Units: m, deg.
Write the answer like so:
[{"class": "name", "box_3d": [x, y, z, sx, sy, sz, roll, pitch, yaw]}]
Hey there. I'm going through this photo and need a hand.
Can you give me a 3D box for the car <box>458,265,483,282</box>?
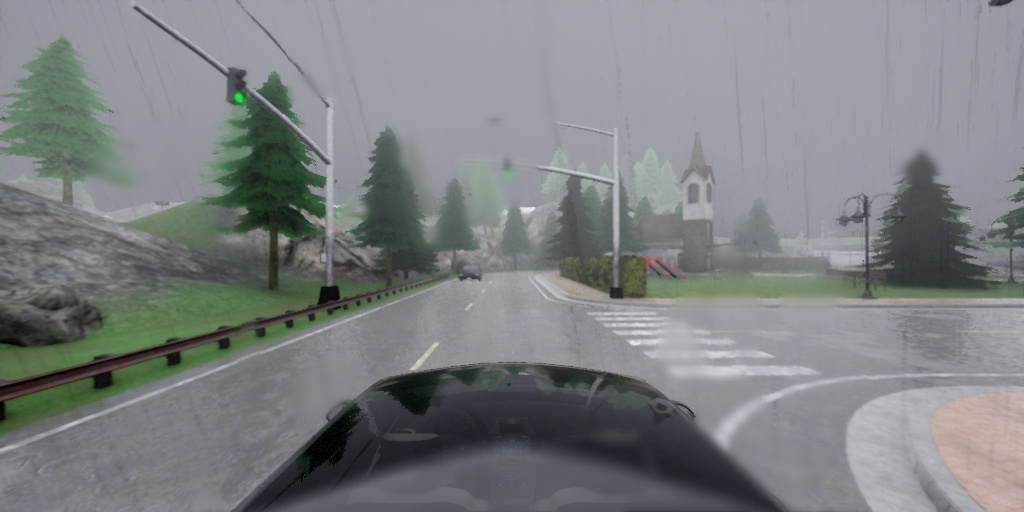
[{"class": "car", "box_3d": [-3.618, 1.478, 32.151, 2.033, 1.411, 5.357, 0, 0, -2]}]
